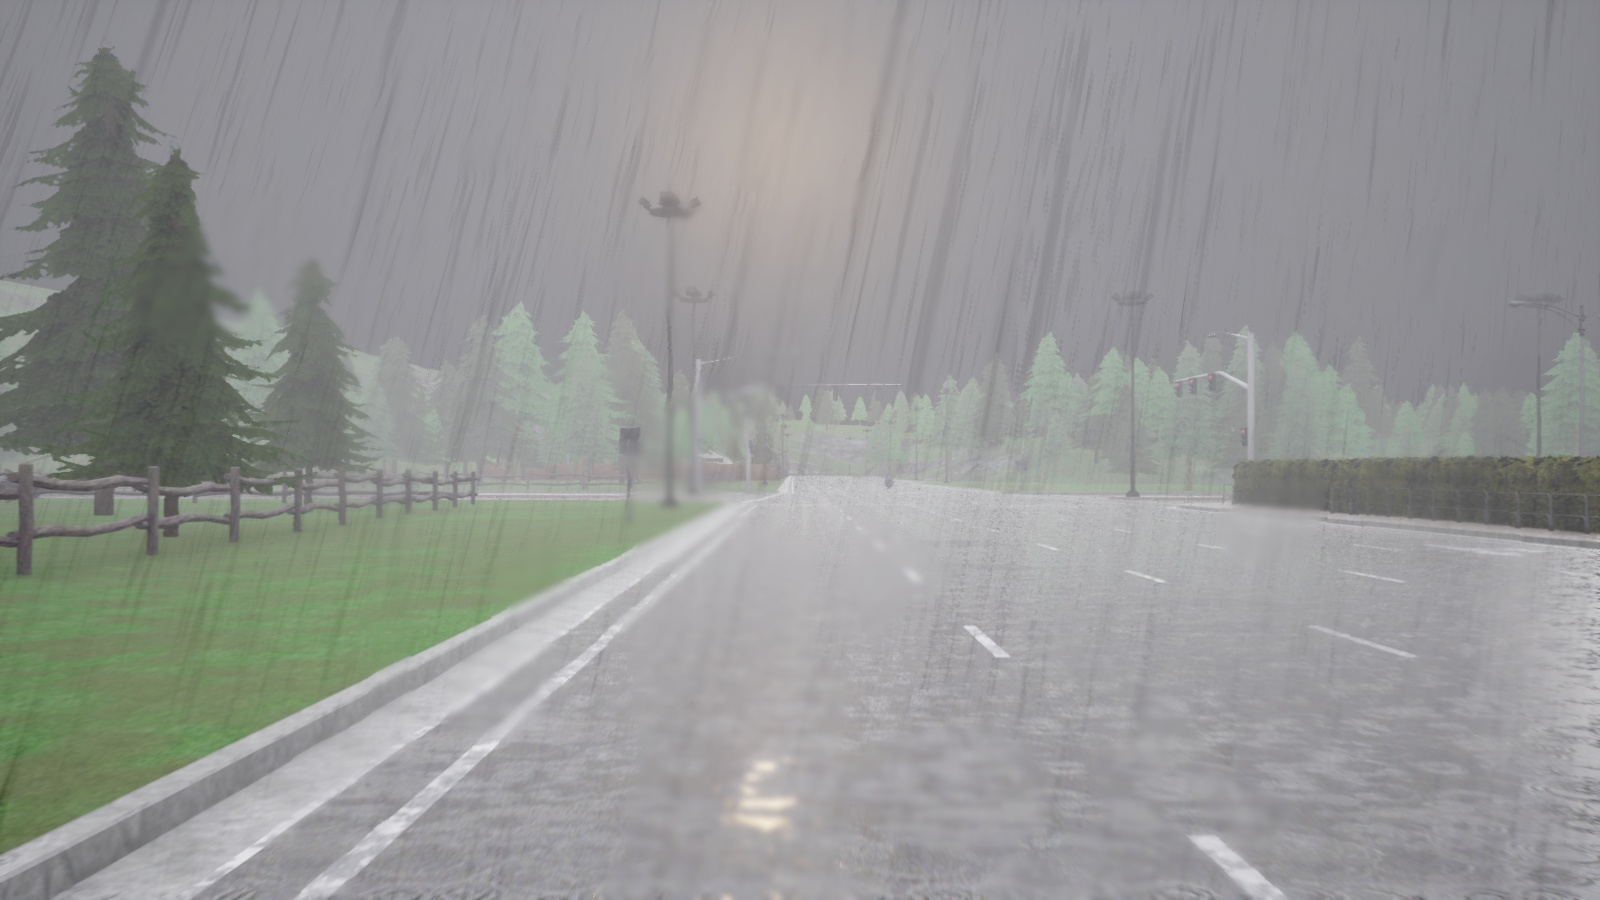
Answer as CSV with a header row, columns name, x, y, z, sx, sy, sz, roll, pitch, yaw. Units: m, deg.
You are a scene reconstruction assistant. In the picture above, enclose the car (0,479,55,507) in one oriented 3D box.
name,x,y,z,sx,sy,sz,roll,pitch,yaw
car,-39.045,2.090,60.836,4.718,1.301,1.895,0,-1,-1
